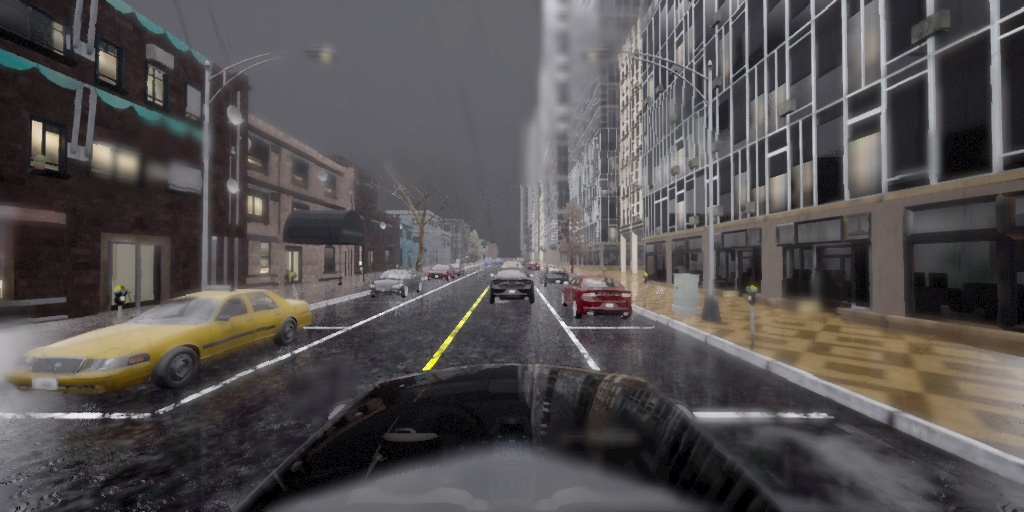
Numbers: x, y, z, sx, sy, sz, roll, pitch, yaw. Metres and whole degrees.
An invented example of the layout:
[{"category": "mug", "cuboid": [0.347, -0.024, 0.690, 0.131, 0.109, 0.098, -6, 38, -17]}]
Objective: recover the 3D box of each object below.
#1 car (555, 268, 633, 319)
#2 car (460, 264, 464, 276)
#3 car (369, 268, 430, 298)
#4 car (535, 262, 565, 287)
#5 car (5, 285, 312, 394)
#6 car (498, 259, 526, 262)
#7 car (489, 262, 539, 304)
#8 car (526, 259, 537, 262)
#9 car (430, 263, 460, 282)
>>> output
[{"category": "car", "cuboid": [2.821, 1.297, 12.633, 1.888, 1.381, 4.507, 0, 0, 0]}, {"category": "car", "cuboid": [-5.724, 1.344, 35.267, 1.802, 1.307, 4.207, 0, 0, 0]}, {"category": "car", "cuboid": [-5.819, 1.305, 18.335, 2.007, 1.370, 4.403, 0, 0, 0]}, {"category": "car", "cuboid": [2.794, 1.307, 23.922, 2.007, 1.370, 4.403, 0, 0, 0]}, {"category": "car", "cuboid": [-5.819, 1.276, 6.876, 1.751, 1.417, 4.829, 0, 0, 0]}, {"category": "car", "cuboid": [0.000, 1.246, 31.504, 1.882, 1.535, 5.008, 0, 0, 0]}, {"category": "car", "cuboid": [0.000, 1.240, 16.502, 1.882, 1.535, 5.008, 0, 0, 0]}, {"category": "car", "cuboid": [2.691, 1.313, 46.497, 1.888, 1.381, 4.507, 0, 0, 0]}, {"category": "car", "cuboid": [-5.758, 1.304, 29.623, 1.888, 1.381, 4.507, 0, 0, 0]}]
